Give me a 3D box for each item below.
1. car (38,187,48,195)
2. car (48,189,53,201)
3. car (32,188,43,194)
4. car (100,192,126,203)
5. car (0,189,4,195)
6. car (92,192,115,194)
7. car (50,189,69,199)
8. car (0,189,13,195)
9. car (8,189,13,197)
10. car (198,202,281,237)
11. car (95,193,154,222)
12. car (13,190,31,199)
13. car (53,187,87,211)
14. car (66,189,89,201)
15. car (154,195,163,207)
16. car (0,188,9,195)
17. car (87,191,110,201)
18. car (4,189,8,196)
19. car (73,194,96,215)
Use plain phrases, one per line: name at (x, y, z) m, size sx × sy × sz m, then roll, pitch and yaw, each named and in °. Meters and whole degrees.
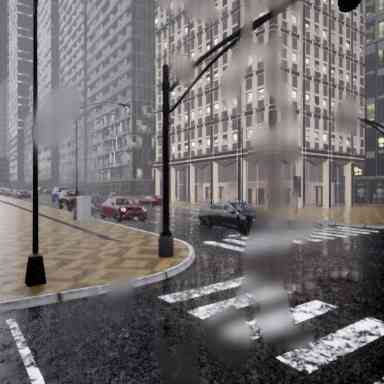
car at (-33.514, -0.020, 77.041) m, size 1.887 × 1.381 × 4.507 m, roll 1°, pitch 0°, yaw -36°
car at (-16.828, 0.373, 43.810) m, size 2.150 × 2.045 × 5.566 m, roll 0°, pitch 1°, yaw -35°
car at (-40.002, -0.213, 86.112) m, size 1.947 × 1.339 × 4.313 m, roll 1°, pitch 0°, yaw -36°
car at (-10.903, 0.707, 45.432) m, size 1.752 × 1.417 × 4.829 m, roll 1°, pitch 0°, yaw -36°
car at (-37.040, 0.107, 67.566) m, size 2.008 × 1.369 × 4.403 m, roll 1°, pitch 0°, yaw -36°
car at (-7.562, 1.005, 30.795) m, size 2.033 × 1.411 × 5.357 m, roll 0°, pitch 1°, yaw -36°
car at (-23.132, 0.329, 58.050) m, size 1.882 × 1.535 × 5.008 m, roll 0°, pitch 1°, yaw -36°
car at (-40.283, 0.016, 72.100) m, size 1.947 × 1.339 × 4.313 m, roll 1°, pitch 0°, yaw -36°
car at (-30.554, 0.321, 58.498) m, size 2.008 × 1.369 × 4.403 m, roll 1°, pitch 0°, yaw -36°
car at (2.278, 1.274, 17.026) m, size 2.128 × 1.511 × 4.902 m, roll 0°, pitch 1°, yaw -36°
car at (-4.608, 1.069, 22.228) m, size 1.967 × 1.590 × 4.097 m, roll 1°, pitch 0°, yaw -36°
car at (-27.311, 0.422, 53.965) m, size 1.887 × 1.381 × 4.507 m, roll 1°, pitch 0°, yaw -36°
car at (-11.090, 0.729, 31.295) m, size 2.192 × 1.841 × 5.009 m, roll 1°, pitch 0°, yaw -36°
car at (-17.187, 0.400, 49.737) m, size 2.097 × 1.767 × 4.553 m, roll 0°, pitch 1°, yaw -36°
car at (-4.318, 0.982, 36.221) m, size 1.802 × 1.307 × 4.206 m, roll 1°, pitch 0°, yaw -36°
car at (-43.526, -0.112, 76.633) m, size 1.887 × 1.381 × 4.507 m, roll 1°, pitch 0°, yaw -36°
car at (-14.050, 0.644, 49.829) m, size 1.947 × 1.339 × 4.313 m, roll 1°, pitch 0°, yaw -36°
car at (-33.797, 0.208, 63.032) m, size 1.887 × 1.381 × 4.507 m, roll 1°, pitch 0°, yaw -36°
car at (-7.855, 1.103, 26.762) m, size 1.802 × 1.307 × 4.206 m, roll 1°, pitch 0°, yaw -36°
